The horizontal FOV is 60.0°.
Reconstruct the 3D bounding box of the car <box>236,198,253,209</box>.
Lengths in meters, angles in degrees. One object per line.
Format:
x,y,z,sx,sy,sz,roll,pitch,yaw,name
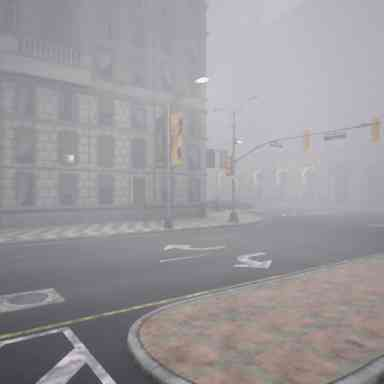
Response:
6.185,1.564,44.784,1.994,1.385,4.181,0,0,-36,car

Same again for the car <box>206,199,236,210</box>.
3.243,1.564,42.879,1.994,1.385,4.181,0,0,-36,car

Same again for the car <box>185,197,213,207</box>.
1.095,1.505,51.943,1.837,1.490,4.892,0,0,-35,car
